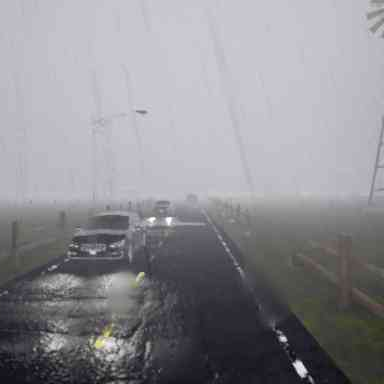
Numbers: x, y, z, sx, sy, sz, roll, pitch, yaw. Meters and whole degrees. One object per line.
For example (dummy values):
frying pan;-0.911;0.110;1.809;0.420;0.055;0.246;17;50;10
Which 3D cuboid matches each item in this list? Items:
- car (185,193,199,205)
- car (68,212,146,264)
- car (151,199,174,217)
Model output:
car;0.030;1.206;58.503;2.150;2.045;5.566;0;0;0
car;-2.806;1.501;11.905;1.837;1.490;4.892;0;-1;0
car;-2.741;1.498;31.749;1.837;1.490;4.892;0;0;0
